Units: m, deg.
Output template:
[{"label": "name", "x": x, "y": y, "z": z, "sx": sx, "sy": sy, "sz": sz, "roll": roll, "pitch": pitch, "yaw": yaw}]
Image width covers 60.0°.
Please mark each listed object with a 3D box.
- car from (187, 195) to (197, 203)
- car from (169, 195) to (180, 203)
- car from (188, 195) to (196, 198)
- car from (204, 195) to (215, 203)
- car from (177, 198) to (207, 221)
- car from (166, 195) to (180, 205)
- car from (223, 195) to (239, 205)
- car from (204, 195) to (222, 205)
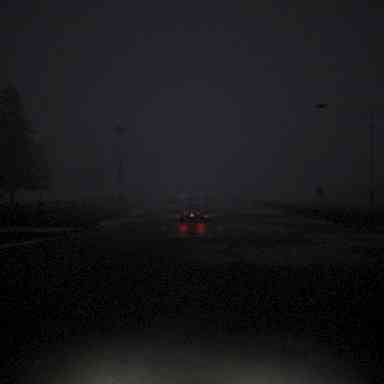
[{"label": "car", "x": 0.001, "y": 1.354, "z": 67.749, "sx": 2.128, "sy": 1.511, "sz": 4.902, "roll": 0, "pitch": 0, "yaw": 0}, {"label": "car", "x": -3.499, "y": 1.347, "z": 67.749, "sx": 2.128, "sy": 1.511, "sz": 4.902, "roll": 0, "pitch": 0, "yaw": 0}, {"label": "car", "x": 0.001, "y": 1.446, "z": 57.330, "sx": 2.033, "sy": 1.411, "sz": 5.357, "roll": 0, "pitch": 0, "yaw": 0}, {"label": "car", "x": 3.501, "y": 1.332, "z": 67.749, "sx": 1.882, "sy": 1.535, "sz": 5.008, "roll": 0, "pitch": 0, "yaw": 0}, {"label": "car", "x": 0.000, "y": 1.478, "z": 26.722, "sx": 1.812, "sy": 1.442, "sz": 4.674, "roll": 0, "pitch": 0, "yaw": 0}, {"label": "car", "x": -3.499, "y": 1.423, "z": 57.747, "sx": 1.812, "sy": 1.442, "sz": 4.674, "roll": 0, "pitch": 0, "yaw": 0}, {"label": "car", "x": 7.001, "y": 1.461, "z": 57.747, "sx": 1.994, "sy": 1.385, "sz": 4.181, "roll": 0, "pitch": 0, "yaw": 0}, {"label": "car", "x": 3.501, "y": 1.446, "z": 57.330, "sx": 2.033, "sy": 1.411, "sz": 5.357, "roll": 0, "pitch": 0, "yaw": 0}]
